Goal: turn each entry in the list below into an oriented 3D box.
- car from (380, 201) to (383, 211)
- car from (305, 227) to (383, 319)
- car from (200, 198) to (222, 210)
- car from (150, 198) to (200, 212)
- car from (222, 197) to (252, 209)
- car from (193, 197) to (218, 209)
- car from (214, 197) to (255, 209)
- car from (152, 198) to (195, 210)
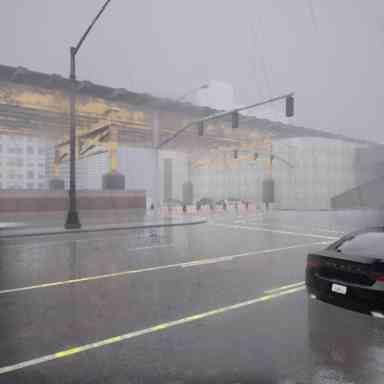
[{"bbox_3d":[24.243,1.491,39.771,4.902,1.511,2.128,0,0,-37],"label":"car"},{"bbox_3d":[4.486,1.478,7.043,5.008,1.535,1.882,0,0,-36],"label":"car"},{"bbox_3d":[1.712,1.452,39.957,2.038,1.542,4.974,0,0,18],"label":"car"},{"bbox_3d":[-2.010,1.453,37.240,4.974,1.542,2.038,0,0,8],"label":"car"},{"bbox_3d":[5.538,1.295,43.743,4.536,1.218,1.853,0,0,-7],"label":"car"},{"bbox_3d":[1.727,1.295,40.006,1.853,1.218,4.536,0,0,18],"label":"car"},{"bbox_3d":[5.590,1.452,43.750,4.974,1.542,2.038,0,0,-7],"label":"car"},{"bbox_3d":[-2.061,1.295,37.246,4.536,1.218,1.853,0,0,8],"label":"car"}]
